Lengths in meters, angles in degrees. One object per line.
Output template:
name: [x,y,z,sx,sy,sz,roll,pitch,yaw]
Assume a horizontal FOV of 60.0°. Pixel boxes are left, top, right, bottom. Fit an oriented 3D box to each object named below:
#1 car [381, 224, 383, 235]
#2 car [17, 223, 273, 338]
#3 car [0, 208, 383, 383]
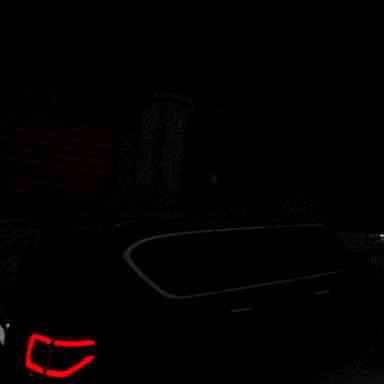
car: [27.837,5.272,45.317,4.674,1.442,1.812,7,-4,-35]
car: [-0.782,1.576,7.490,5.357,1.411,2.033,1,-1,-36]
car: [0.667,1.240,4.224,5.566,2.045,2.150,1,0,-36]
